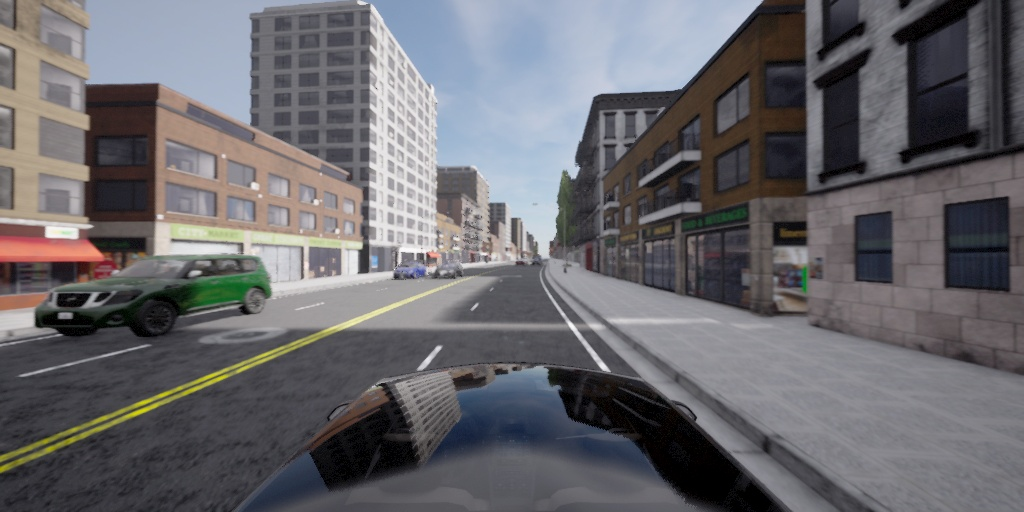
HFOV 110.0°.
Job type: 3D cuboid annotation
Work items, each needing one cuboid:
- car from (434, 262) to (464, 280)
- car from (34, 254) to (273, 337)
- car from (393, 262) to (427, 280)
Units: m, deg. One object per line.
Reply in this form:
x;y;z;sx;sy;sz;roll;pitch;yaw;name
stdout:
-5.572;1.257;32.061;2.128;1.511;4.902;0;0;4;car
-9.721;0.959;10.605;2.150;2.045;5.566;0;0;1;car
-8.859;1.286;31.683;1.812;1.442;4.674;0;0;4;car
